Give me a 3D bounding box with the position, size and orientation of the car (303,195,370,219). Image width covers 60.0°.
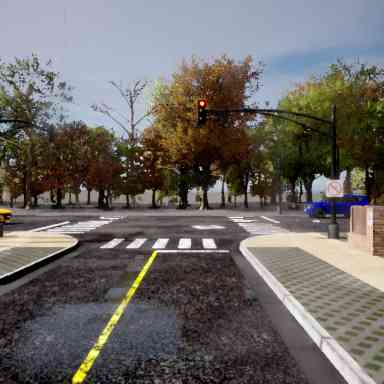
[{"bbox_3d":[12.853,1.279,29.626,5.566,2.045,2.150,0,0,0],"label":"car"}]

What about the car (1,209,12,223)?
[{"bbox_3d":[-15.092,1.423,22.940,5.008,1.535,1.882,0,0,0],"label":"car"}]
